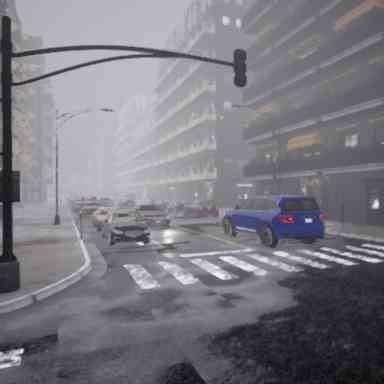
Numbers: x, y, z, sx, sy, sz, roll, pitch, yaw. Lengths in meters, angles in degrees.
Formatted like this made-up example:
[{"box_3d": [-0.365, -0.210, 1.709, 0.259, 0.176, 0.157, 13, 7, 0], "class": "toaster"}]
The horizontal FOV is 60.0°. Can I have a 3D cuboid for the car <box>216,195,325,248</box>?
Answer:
[{"box_3d": [3.367, 1.155, 14.820, 2.150, 2.045, 5.566, 0, 0, -21], "class": "car"}]

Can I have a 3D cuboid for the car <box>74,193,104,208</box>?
[{"box_3d": [-11.179, 1.279, 35.957, 2.192, 1.841, 5.009, 0, 0, -21], "class": "car"}]

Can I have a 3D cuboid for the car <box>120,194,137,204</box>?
[{"box_3d": [-11.448, 1.213, 59.720, 2.192, 1.841, 5.009, 0, 0, -21], "class": "car"}]

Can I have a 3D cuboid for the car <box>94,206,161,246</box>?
[{"box_3d": [-3.091, 1.528, 15.205, 2.008, 1.369, 4.403, 0, 0, -21], "class": "car"}]

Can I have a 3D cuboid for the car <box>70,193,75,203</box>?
[{"box_3d": [-17.245, 1.272, 51.519, 2.192, 1.841, 5.009, 0, 0, -21], "class": "car"}]

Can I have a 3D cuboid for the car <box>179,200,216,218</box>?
[{"box_3d": [0.685, 1.353, 28.594, 1.967, 1.590, 4.097, 0, 0, -21], "class": "car"}]

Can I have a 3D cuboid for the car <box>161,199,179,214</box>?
[{"box_3d": [-1.338, 1.460, 33.781, 2.008, 1.369, 4.403, 0, 0, -21], "class": "car"}]

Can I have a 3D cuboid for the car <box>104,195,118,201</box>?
[{"box_3d": [-11.325, 1.450, 43.544, 1.837, 1.490, 4.892, 0, 0, -21], "class": "car"}]

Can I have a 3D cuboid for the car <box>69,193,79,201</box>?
[{"box_3d": [-29.379, 1.265, 82.645, 2.192, 1.841, 5.009, 0, 0, -21], "class": "car"}]

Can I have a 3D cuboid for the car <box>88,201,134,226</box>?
[{"box_3d": [-5.051, 1.499, 20.234, 1.752, 1.417, 4.829, 0, 0, -21], "class": "car"}]

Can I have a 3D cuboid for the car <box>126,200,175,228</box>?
[{"box_3d": [-2.835, 1.481, 21.651, 1.812, 1.442, 4.674, 0, 0, -21], "class": "car"}]

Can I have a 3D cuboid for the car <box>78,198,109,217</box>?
[{"box_3d": [-9.158, 1.512, 30.769, 1.887, 1.381, 4.507, 0, 0, -21], "class": "car"}]

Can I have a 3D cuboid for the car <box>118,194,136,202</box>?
[{"box_3d": [-8.906, 1.447, 45.921, 1.812, 1.442, 4.674, 0, 0, -20], "class": "car"}]

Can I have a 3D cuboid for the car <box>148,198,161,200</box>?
[{"box_3d": [-3.360, 1.457, 38.968, 2.008, 1.369, 4.403, 0, 0, -21], "class": "car"}]

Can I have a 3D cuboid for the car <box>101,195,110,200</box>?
[{"box_3d": [-23.583, 1.457, 90.845, 1.947, 1.339, 4.313, 0, 0, -21], "class": "car"}]
